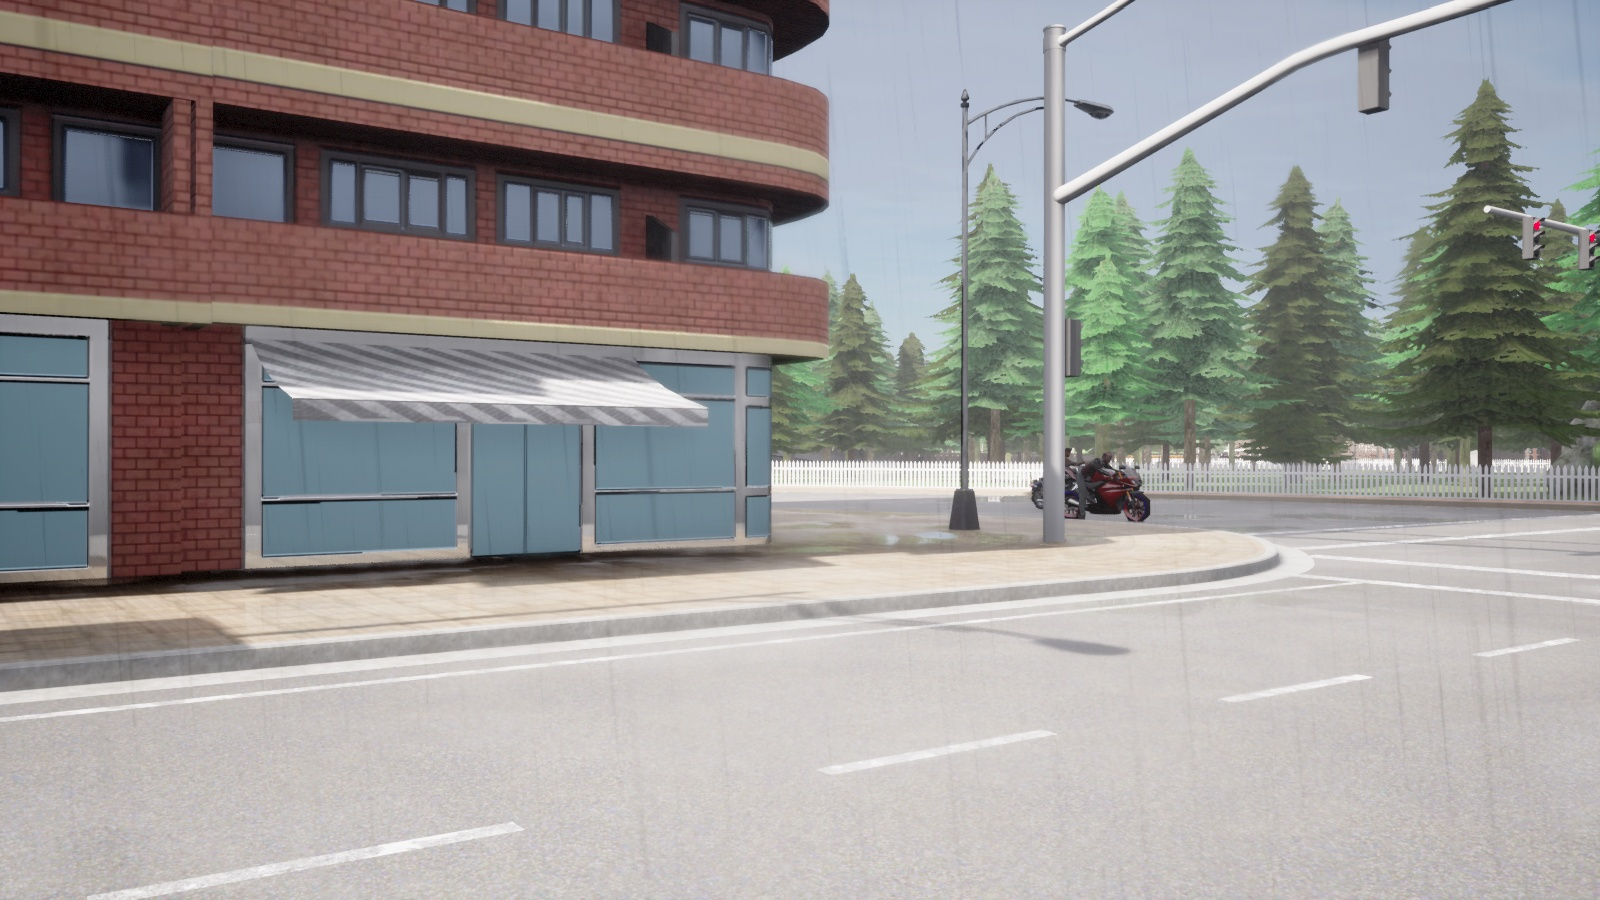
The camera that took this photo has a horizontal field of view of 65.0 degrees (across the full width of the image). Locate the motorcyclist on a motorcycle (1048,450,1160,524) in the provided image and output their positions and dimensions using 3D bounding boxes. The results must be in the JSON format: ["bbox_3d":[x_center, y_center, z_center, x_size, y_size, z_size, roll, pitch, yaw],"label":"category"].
[{"bbox_3d":[6.551,0.777,27.116,2.191,1.530,0.866,0,0,42],"label":"motorcyclist on a motorcycle"}]

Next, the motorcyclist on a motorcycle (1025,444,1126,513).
[{"bbox_3d":[6.890,0.701,31.437,2.350,1.649,0.766,-1,0,38],"label":"motorcyclist on a motorcycle"}]
